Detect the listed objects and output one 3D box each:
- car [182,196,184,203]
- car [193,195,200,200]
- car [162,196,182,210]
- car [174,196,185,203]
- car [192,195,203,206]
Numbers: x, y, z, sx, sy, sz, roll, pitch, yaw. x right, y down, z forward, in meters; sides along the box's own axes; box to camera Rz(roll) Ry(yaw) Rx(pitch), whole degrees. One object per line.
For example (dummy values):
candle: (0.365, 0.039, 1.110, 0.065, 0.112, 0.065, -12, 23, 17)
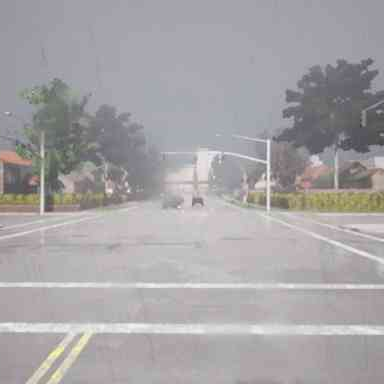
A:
car: (-2.742, 1.469, 53.812, 1.837, 1.490, 4.892, 0, 0, 1)
car: (1.099, 1.455, 89.626, 1.812, 1.442, 4.674, 0, 0, 0)
car: (-2.829, 1.518, 43.543, 2.033, 1.411, 5.357, 0, 0, 0)
car: (-2.554, 1.502, 68.965, 2.033, 1.411, 5.357, 0, 0, 0)
car: (0.947, 1.468, 55.486, 1.837, 1.490, 4.892, 0, 0, 0)
